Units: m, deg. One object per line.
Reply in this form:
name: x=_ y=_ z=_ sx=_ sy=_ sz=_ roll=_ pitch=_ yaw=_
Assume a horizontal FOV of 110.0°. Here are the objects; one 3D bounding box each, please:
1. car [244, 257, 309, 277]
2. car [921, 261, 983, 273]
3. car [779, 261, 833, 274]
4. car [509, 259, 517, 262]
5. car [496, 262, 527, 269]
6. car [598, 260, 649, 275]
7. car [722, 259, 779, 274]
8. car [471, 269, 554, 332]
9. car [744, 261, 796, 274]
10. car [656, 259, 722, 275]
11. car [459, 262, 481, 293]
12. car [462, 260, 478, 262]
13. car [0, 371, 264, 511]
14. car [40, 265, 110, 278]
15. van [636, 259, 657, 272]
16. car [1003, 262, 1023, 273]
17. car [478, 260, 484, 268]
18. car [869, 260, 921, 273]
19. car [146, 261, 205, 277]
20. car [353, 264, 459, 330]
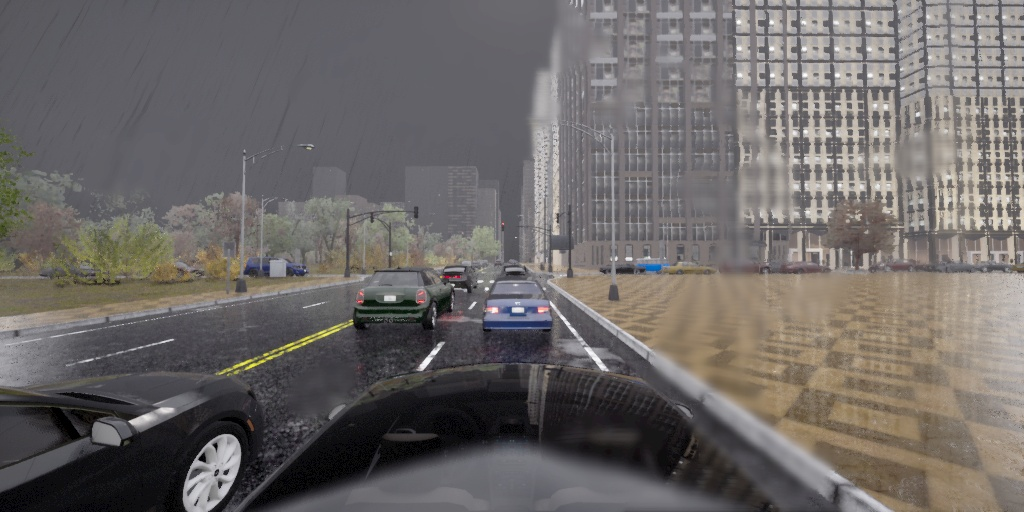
car: x=-23.076 y=1.112 z=35.179 sx=5.566 sy=2.045 sz=2.150 roll=0 pitch=-2 yaw=-1
car: x=47.507 y=1.206 z=38.927 sx=4.181 sy=1.385 sz=1.994 roll=0 pitch=-2 yaw=-1
car: x=27.387 y=1.130 z=33.388 sx=4.207 sy=1.307 sz=1.802 roll=0 pitch=0 yaw=-1
car: x=0.190 y=1.421 z=56.429 sx=2.128 sy=1.511 sz=4.902 roll=0 pitch=0 yaw=0
car: x=0.141 y=1.284 z=21.397 sx=1.837 sy=1.490 sz=4.892 roll=0 pitch=0 yaw=-1
car: x=11.786 y=1.395 z=38.673 sx=4.718 sy=1.301 sz=1.895 roll=0 pitch=-2 yaw=0
car: x=21.802 y=1.015 z=33.331 sx=4.097 sy=1.591 sz=1.967 roll=0 pitch=0 yaw=-1
car: x=0.121 y=1.305 z=10.839 sx=2.033 sy=1.411 sz=5.357 roll=0 pitch=0 yaw=0
car: x=27.825 y=1.277 z=38.823 sx=4.181 sy=1.385 sz=1.994 roll=0 pitch=-2 yaw=-1
car: x=16.388 y=1.129 z=33.276 sx=4.829 sy=1.417 sz=1.751 roll=0 pitch=0 yaw=-1
car: x=-3.111 y=1.282 z=21.001 sx=1.837 sy=1.490 sz=4.892 roll=0 pitch=0 yaw=0
car: x=-6.485 y=1.383 z=51.999 sx=1.882 sy=1.535 sz=5.008 roll=0 pitch=0 yaw=0
car: x=-3.152 y=1.255 z=1.245 sx=1.837 sy=1.490 sz=4.892 roll=0 pitch=0 yaw=0
car: x=-42.800 y=1.556 z=35.185 sx=5.357 sy=1.411 sz=2.033 roll=0 pitch=-2 yaw=1
van: x=16.025 y=1.193 z=41.295 sx=3.998 sy=1.789 sz=1.690 roll=0 pitch=0 yaw=-1
car: x=49.893 y=0.970 z=33.605 sx=4.829 sy=1.417 sz=1.751 roll=0 pitch=0 yaw=-1
car: x=-6.442 y=1.523 z=61.613 sx=1.994 sy=1.385 sz=4.181 roll=0 pitch=0 yaw=1
car: x=43.992 y=1.158 z=41.580 sx=4.097 sy=1.591 sz=1.967 roll=0 pitch=0 yaw=-1
car: x=-32.856 y=1.300 z=35.116 sx=4.553 sy=1.767 sz=2.097 roll=0 pitch=-2 yaw=0
car: x=-3.132 y=1.110 z=11.320 sx=2.097 sy=1.767 sz=4.553 roll=0 pitch=0 yaw=0
